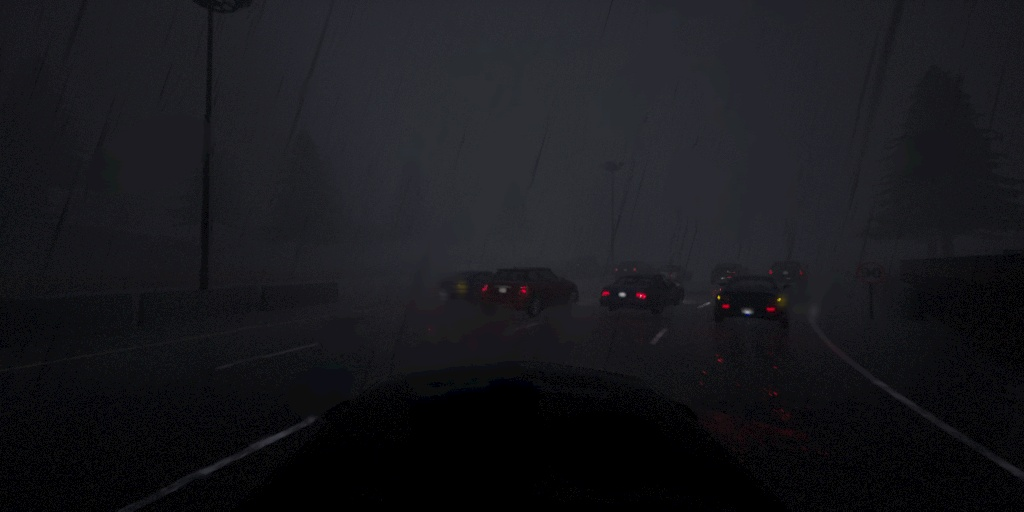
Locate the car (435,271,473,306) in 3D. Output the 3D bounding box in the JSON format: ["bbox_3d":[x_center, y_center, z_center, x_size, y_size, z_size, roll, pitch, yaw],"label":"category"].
[{"bbox_3d":[-1.485,1.401,16.614,1.812,1.442,4.674,-1,-1,35],"label":"car"}]

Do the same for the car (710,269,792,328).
[{"bbox_3d":[7.815,1.326,11.638,1.812,1.442,4.674,-1,-1,37],"label":"car"}]

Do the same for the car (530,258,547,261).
[{"bbox_3d":[5.180,1.373,51.493,1.837,1.490,4.892,-1,0,42],"label":"car"}]

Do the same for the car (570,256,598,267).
[{"bbox_3d":[8.721,1.059,44.956,2.150,2.045,5.566,-1,0,42],"label":"car"}]

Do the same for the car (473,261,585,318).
[{"bbox_3d":[0.845,1.194,13.871,2.097,1.767,4.553,0,-1,33],"label":"car"}]

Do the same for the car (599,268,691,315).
[{"bbox_3d":[5.277,1.379,14.153,2.033,1.411,5.357,-1,-1,38],"label":"car"}]

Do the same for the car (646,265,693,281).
[{"bbox_3d":[12.454,1.412,27.787,1.895,1.301,4.718,-1,0,42],"label":"car"}]

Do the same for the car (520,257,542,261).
[{"bbox_3d":[2.586,1.121,53.841,2.150,2.045,5.566,-1,0,42],"label":"car"}]

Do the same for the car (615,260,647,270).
[{"bbox_3d":[10.729,1.184,31.115,2.097,1.767,4.553,-1,0,42],"label":"car"}]

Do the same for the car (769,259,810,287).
[{"bbox_3d":[18.925,1.085,24.534,2.097,1.767,4.553,-1,0,42],"label":"car"}]

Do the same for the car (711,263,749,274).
[{"bbox_3d":[16.331,1.270,26.881,1.837,1.490,4.892,-1,0,42],"label":"car"}]
